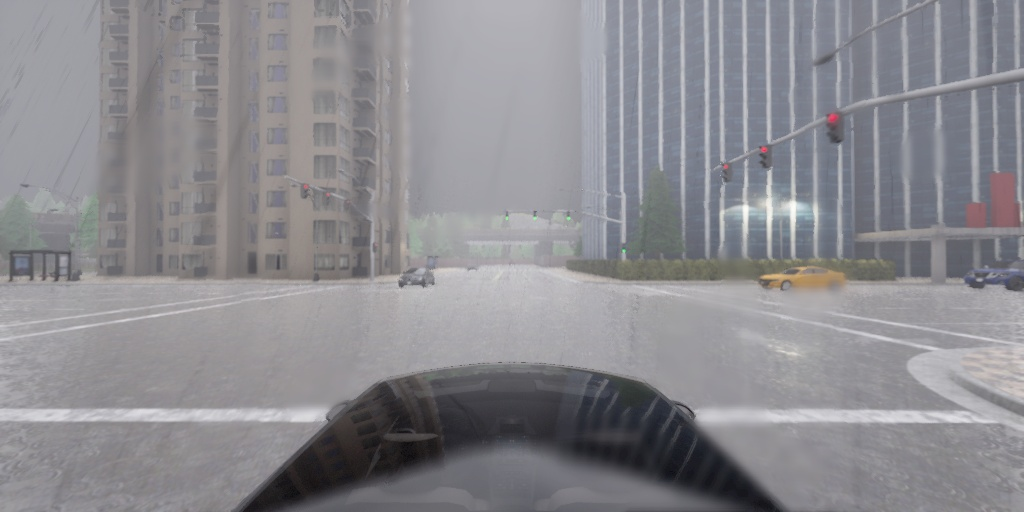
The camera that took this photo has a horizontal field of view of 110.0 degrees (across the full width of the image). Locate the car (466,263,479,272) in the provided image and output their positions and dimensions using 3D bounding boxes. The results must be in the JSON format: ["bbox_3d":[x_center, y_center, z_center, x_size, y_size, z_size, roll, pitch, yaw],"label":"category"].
[{"bbox_3d":[-6.997,2.007,64.366,2.033,1.411,5.357,0,-1,0],"label":"car"}]

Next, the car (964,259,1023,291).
[{"bbox_3d":[33.684,1.232,23.749,5.566,2.045,2.150,0,-1,-1],"label":"car"}]

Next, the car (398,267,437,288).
[{"bbox_3d":[-6.992,1.570,26.720,1.812,1.442,4.674,0,0,0],"label":"car"}]

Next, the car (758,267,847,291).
[{"bbox_3d":[19.006,1.486,23.602,5.008,1.535,1.882,0,-1,-1],"label":"car"}]
